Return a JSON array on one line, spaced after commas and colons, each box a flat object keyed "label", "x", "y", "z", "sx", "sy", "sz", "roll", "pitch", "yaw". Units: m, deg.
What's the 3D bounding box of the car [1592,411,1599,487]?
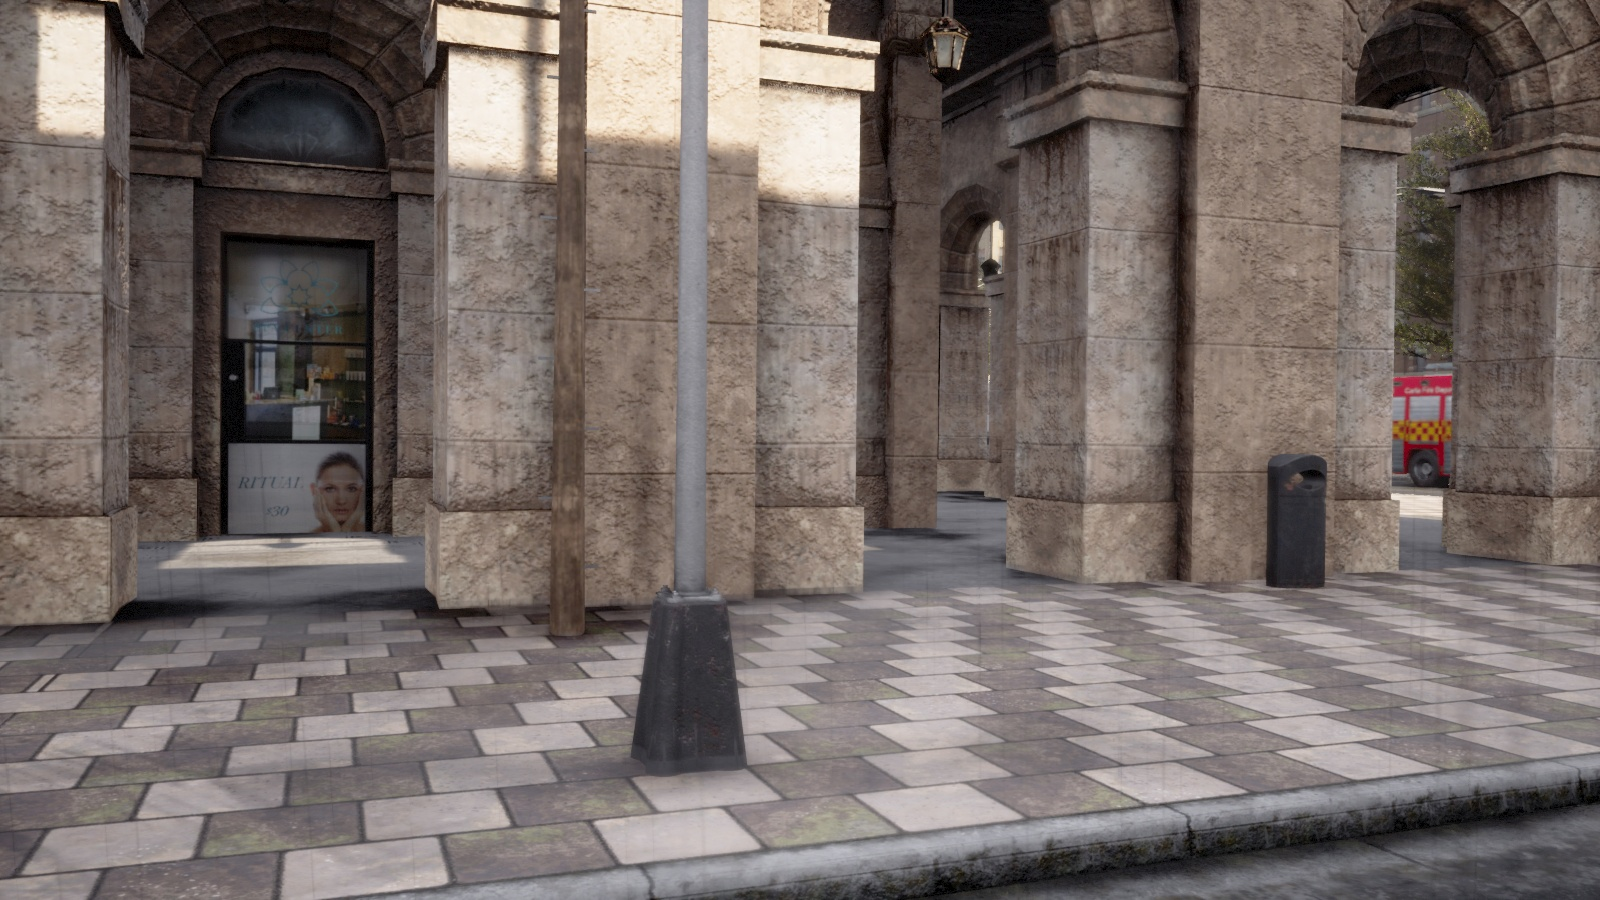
[{"label": "car", "x": 20.346, "y": -0.014, "z": 27.671, "sx": 2.097, "sy": 1.767, "sz": 4.553, "roll": -1, "pitch": 1, "yaw": -20}]

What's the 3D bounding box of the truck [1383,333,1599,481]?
[{"label": "truck", "x": 21.015, "y": -1.174, "z": 35.668, "sx": 2.891, "sy": 3.827, "sz": 8.468, "roll": -1, "pitch": 1, "yaw": -21}]
